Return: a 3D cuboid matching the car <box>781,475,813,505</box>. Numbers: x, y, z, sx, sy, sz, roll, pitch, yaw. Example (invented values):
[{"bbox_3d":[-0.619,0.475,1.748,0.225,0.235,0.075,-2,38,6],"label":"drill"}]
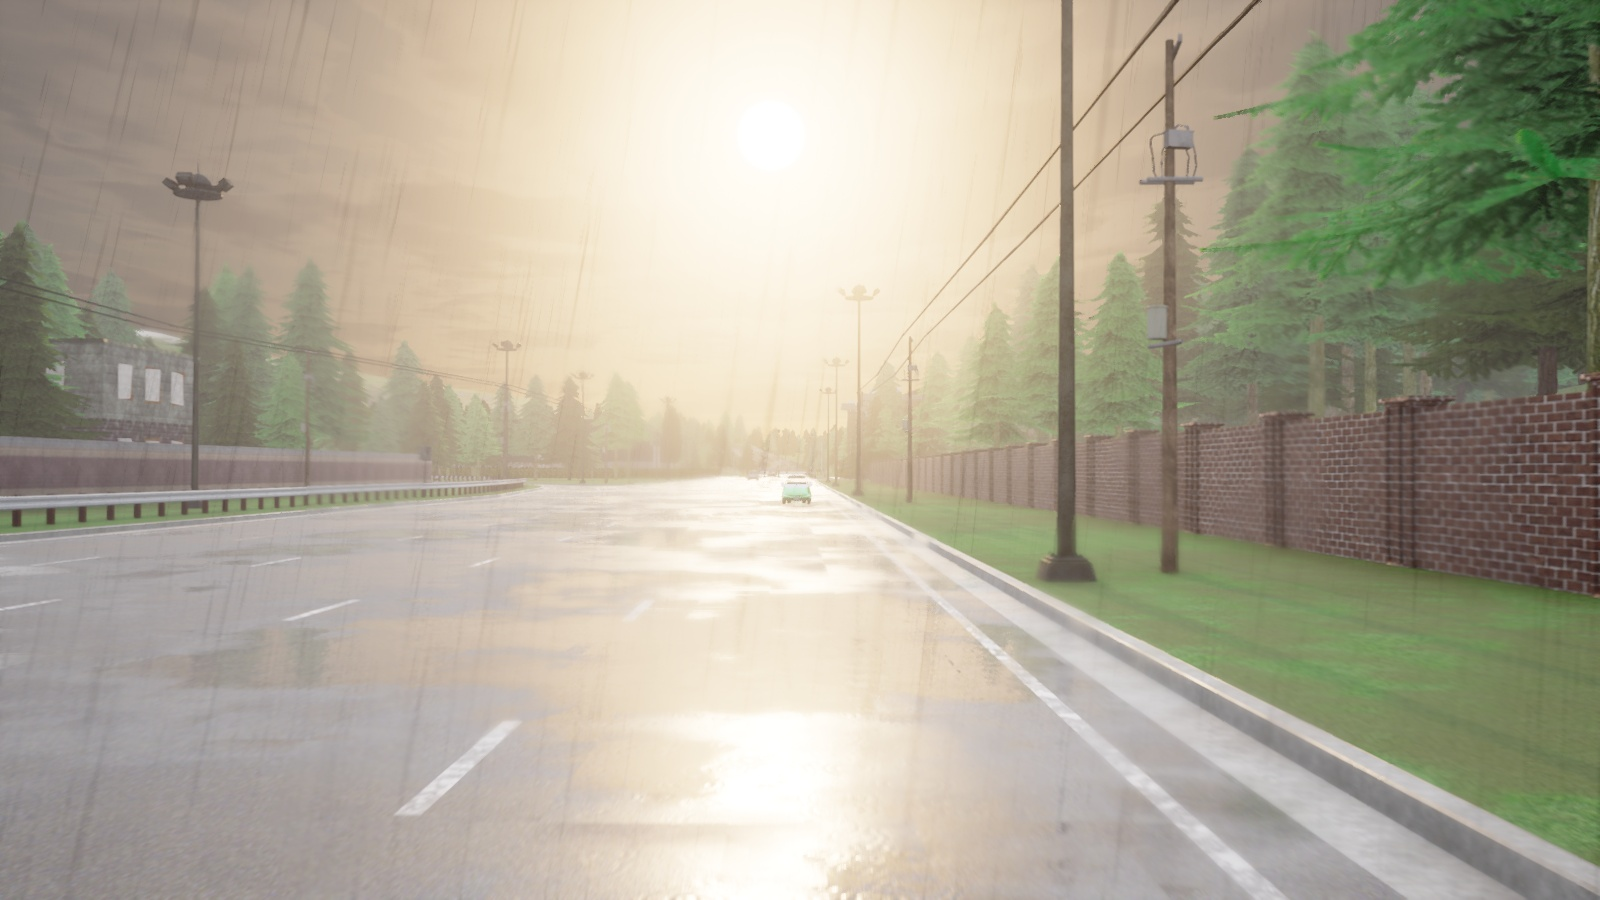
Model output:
[{"bbox_3d":[-0.142,1.859,59.128,1.481,1.376,2.207,0,-2,0],"label":"car"}]
